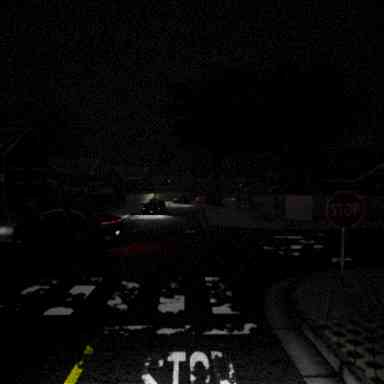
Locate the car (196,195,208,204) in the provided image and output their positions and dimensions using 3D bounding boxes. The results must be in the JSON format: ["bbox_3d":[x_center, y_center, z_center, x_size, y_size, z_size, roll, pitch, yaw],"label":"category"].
[{"bbox_3d":[1.839,1.257,56.908,1.812,1.442,4.674,0,0,10],"label":"car"}]

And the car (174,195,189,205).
[{"bbox_3d":[-1.679,1.258,52.709,1.812,1.442,4.674,0,0,8],"label":"car"}]

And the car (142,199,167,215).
[{"bbox_3d":[-3.495,1.369,32.058,2.033,1.411,5.357,0,0,2],"label":"car"}]

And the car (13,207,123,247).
[{"bbox_3d":[-5.367,1.384,14.327,4.902,1.511,2.128,1,1,18],"label":"car"}]
